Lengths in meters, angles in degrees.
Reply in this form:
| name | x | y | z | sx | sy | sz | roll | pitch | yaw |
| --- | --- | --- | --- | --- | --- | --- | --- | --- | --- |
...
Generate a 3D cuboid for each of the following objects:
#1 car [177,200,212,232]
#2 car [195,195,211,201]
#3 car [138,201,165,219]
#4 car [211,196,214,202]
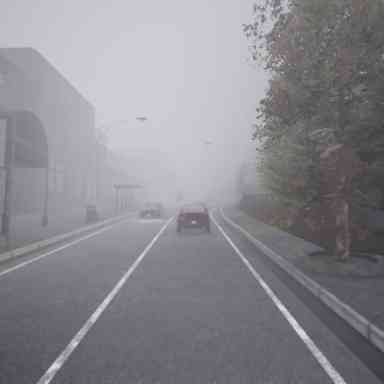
| name | x | y | z | sx | sy | sz | roll | pitch | yaw |
| --- | --- | --- | --- | --- | --- | --- | --- | --- | --- |
| car | 0.086 | 1.484 | 20.398 | 1.882 | 1.535 | 5.008 | 0 | 0 | 0 |
| car | 1.044 | 1.515 | 41.398 | 1.812 | 1.442 | 4.674 | -1 | 0 | 6 |
| car | -3.498 | 1.562 | 30.047 | 2.033 | 1.411 | 5.357 | 0 | 0 | 2 |
| car | 3.336 | 1.479 | 70.192 | 1.882 | 1.535 | 5.008 | -2 | 0 | 18 |
